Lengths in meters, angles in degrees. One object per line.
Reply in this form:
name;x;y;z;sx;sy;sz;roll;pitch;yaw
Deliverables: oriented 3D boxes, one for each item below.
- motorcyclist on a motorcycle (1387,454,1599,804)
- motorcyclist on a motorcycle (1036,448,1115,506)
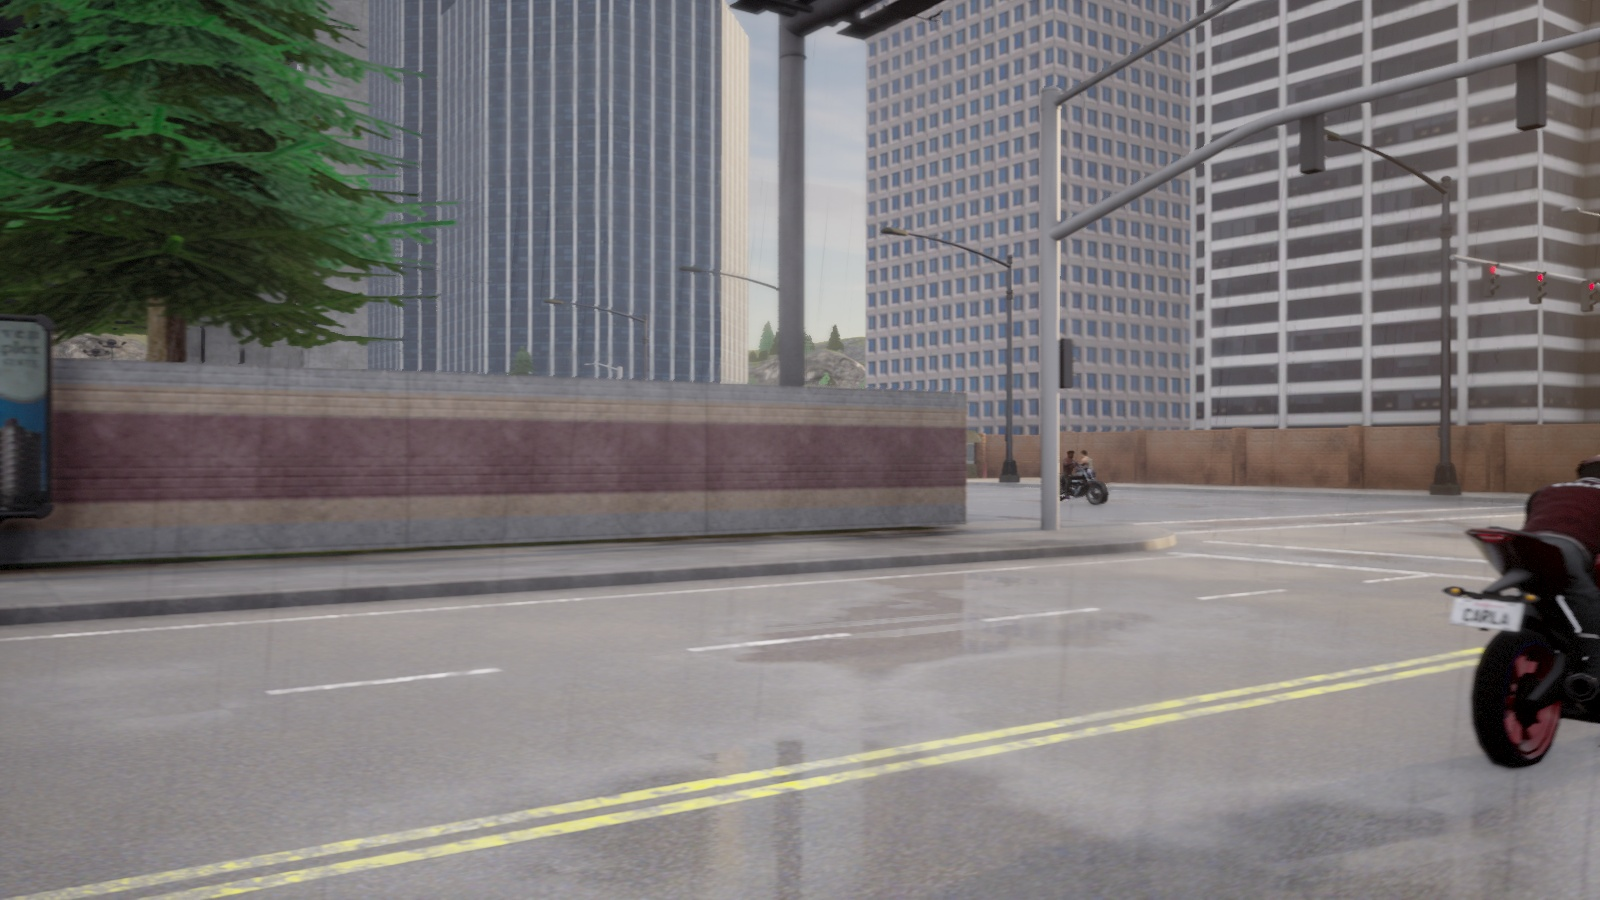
motorcyclist on a motorcycle;4.052;0.787;6.480;2.191;1.530;0.866;0;0;-35
motorcyclist on a motorcycle;8.073;0.769;36.902;0.766;1.649;2.350;0;0;-35
